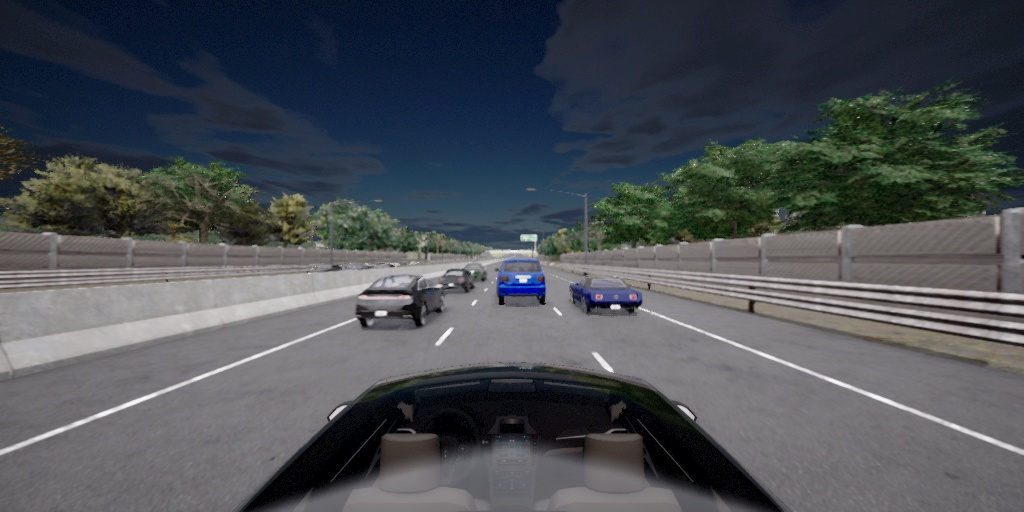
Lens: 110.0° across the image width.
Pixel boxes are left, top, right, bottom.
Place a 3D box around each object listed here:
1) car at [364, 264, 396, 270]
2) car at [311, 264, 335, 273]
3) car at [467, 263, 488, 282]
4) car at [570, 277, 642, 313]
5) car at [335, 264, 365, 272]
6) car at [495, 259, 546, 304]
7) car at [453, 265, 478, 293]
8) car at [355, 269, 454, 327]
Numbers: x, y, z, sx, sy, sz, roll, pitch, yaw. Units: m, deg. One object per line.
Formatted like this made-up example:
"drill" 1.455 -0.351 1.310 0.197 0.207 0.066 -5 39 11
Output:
"car" -14.076 1.661 39.461 1.837 1.490 4.892 0 -1 0
"car" -21.073 1.678 41.095 1.837 1.490 4.892 0 -1 0
"car" -3.486 1.453 33.975 2.097 1.767 4.553 0 -1 0
"car" 3.606 1.497 14.695 1.895 1.301 4.718 0 -1 0
"car" -17.573 1.659 40.678 2.128 1.511 4.902 0 -1 0
"car" 0.352 1.153 17.756 2.150 2.045 5.566 0 0 -3
"car" -3.491 1.513 23.004 1.812 1.442 4.674 0 -1 0
"car" -3.495 1.358 12.003 2.128 1.511 4.902 0 -1 0
